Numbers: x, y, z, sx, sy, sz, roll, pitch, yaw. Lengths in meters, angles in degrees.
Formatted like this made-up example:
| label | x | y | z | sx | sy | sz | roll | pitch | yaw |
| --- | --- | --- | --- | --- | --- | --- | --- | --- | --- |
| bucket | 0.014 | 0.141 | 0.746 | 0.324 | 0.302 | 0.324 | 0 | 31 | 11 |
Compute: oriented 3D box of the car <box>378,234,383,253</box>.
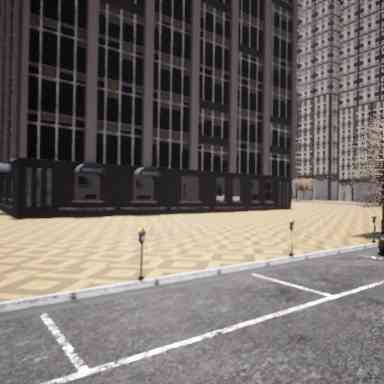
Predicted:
| label | x | y | z | sx | sy | sz | roll | pitch | yaw |
| --- | --- | --- | --- | --- | --- | --- | --- | --- | --- |
| car | 9.072 | 1.722 | 13.040 | 4.313 | 1.339 | 1.947 | 1 | 0 | -36 |
